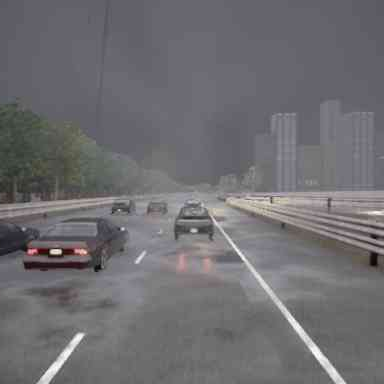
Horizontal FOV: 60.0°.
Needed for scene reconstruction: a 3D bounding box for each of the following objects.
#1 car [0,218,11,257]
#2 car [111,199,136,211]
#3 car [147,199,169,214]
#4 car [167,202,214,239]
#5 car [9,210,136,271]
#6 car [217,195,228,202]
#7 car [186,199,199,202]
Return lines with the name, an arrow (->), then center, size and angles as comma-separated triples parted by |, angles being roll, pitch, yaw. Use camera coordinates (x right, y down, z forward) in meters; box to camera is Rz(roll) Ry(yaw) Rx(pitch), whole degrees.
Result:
car -> -6.906, 1.542, 10.789 | 2.033, 1.411, 5.357 | 0, 0, 0
car -> -6.916, 1.458, 34.024 | 1.837, 1.490, 4.892 | 0, 0, 0
car -> -3.414, 1.445, 33.877 | 2.128, 1.511, 4.902 | 0, 0, 0
car -> 0.090, 1.479, 17.034 | 2.128, 1.511, 4.902 | 0, 0, 0
car -> -3.406, 1.542, 10.827 | 2.033, 1.411, 5.357 | 0, 0, 0
car -> 6.781, 1.397, 73.717 | 1.994, 1.385, 4.181 | 0, 0, -9
car -> 0.082, 1.476, 35.123 | 1.812, 1.442, 4.674 | 0, 0, 0
